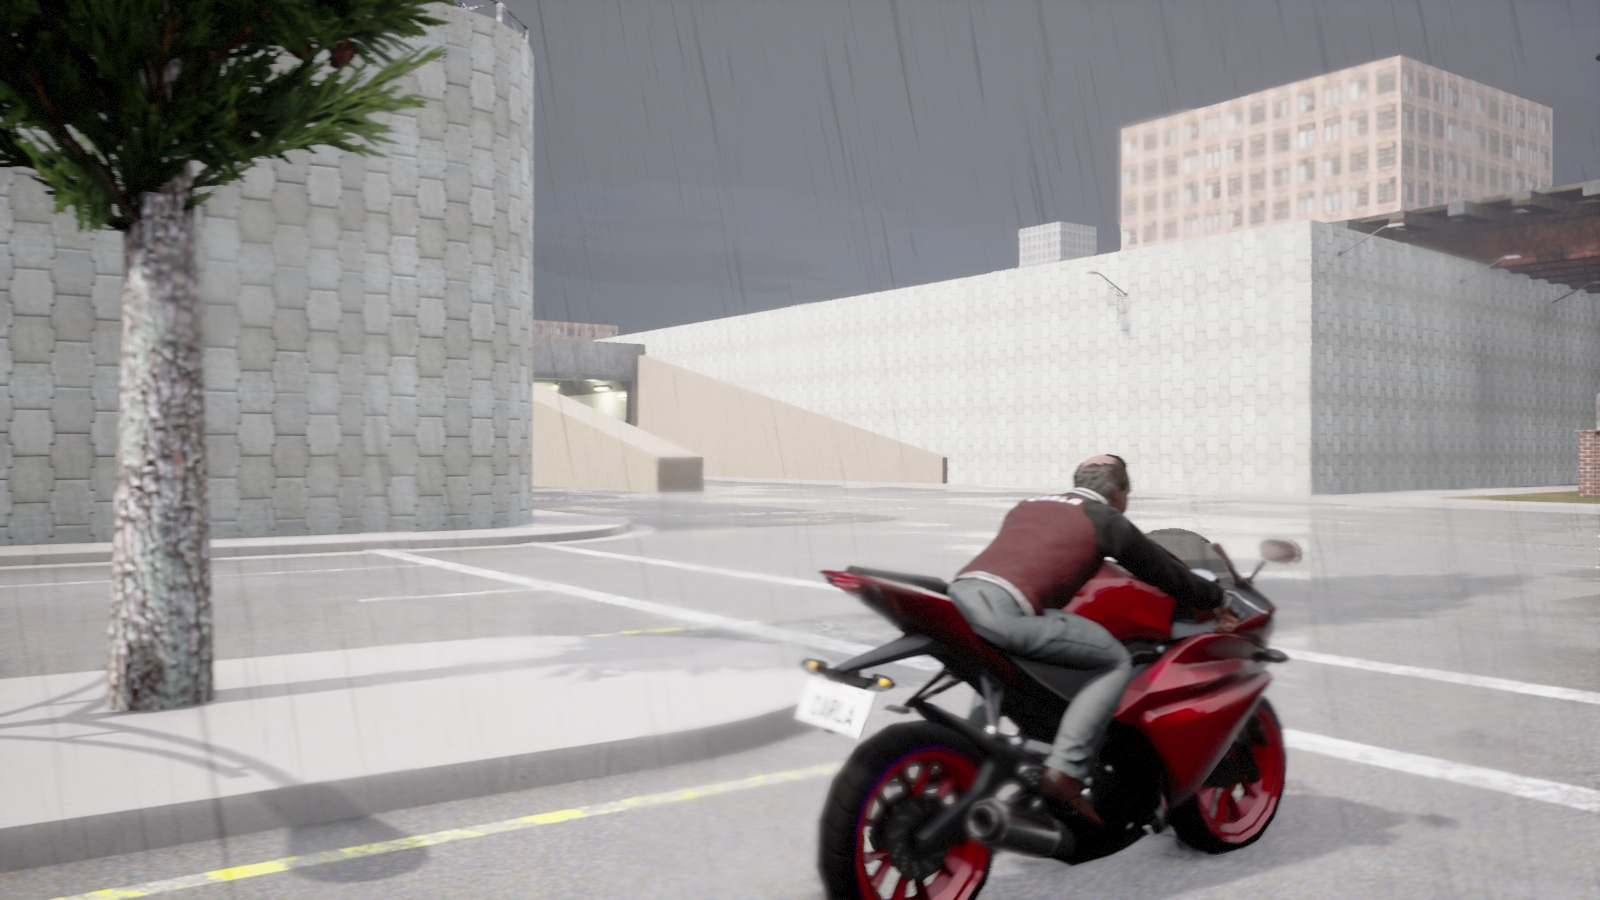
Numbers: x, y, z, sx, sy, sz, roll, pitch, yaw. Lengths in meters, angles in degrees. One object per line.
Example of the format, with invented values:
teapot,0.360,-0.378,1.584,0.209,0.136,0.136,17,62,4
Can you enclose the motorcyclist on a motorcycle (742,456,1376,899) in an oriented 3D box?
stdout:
motorcyclist on a motorcycle,0.960,0.788,4.327,2.191,1.530,0.866,0,0,-35
